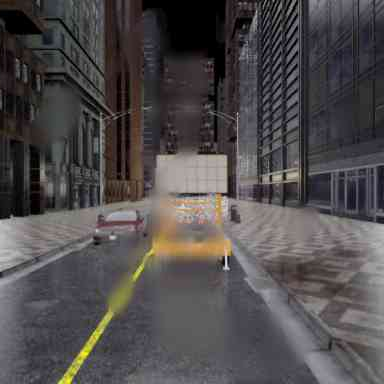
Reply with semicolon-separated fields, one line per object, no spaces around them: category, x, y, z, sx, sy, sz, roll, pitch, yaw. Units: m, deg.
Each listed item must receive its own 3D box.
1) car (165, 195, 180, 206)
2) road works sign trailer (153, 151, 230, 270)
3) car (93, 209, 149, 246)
car;-3.039;1.347;52.667;2.097;1.767;4.553;0;0;0
road works sign trailer;-0.002;0.462;11.056;2.380;3.560;2.880;0;0;0
car;-3.110;1.523;15.347;1.812;1.442;4.674;0;0;0
